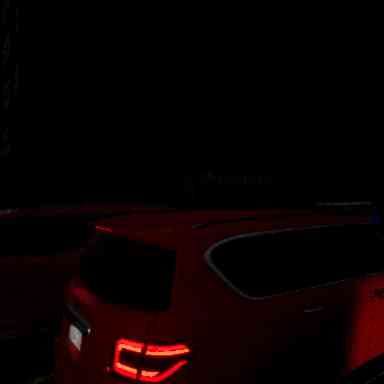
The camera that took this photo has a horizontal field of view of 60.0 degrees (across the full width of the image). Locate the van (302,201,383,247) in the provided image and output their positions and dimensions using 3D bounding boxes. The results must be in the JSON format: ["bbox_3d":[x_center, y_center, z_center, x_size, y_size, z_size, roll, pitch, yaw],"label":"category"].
[{"bbox_3d":[7.074,1.342,15.444,3.998,1.788,1.690,0,0,-36],"label":"van"}]

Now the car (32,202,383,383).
[{"bbox_3d":[1.254,1.223,4.203,5.566,2.045,2.150,0,0,-35],"label":"car"}]

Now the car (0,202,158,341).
[{"bbox_3d":[-2.609,1.221,5.380,5.566,2.045,2.150,0,0,-36],"label":"car"}]

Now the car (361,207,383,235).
[{"bbox_3d":[11.553,1.567,18.639,4.313,1.339,1.947,0,0,-35],"label":"car"}]
